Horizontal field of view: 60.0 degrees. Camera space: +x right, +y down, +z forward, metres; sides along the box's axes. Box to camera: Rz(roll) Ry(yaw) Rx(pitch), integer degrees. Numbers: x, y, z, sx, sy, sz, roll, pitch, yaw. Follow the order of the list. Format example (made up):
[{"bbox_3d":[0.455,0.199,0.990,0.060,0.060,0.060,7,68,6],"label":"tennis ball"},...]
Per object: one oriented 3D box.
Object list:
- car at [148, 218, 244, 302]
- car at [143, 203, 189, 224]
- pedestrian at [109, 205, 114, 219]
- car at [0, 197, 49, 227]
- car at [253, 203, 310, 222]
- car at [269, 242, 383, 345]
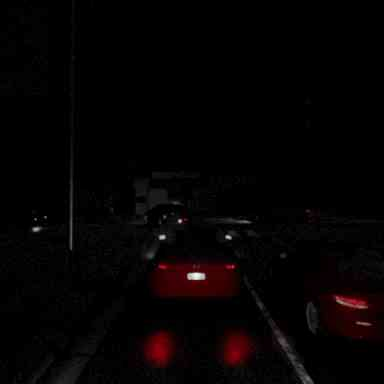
[{"bbox_3d":[0.087,1.576,8.329,1.994,1.385,4.181,0,0,0],"label":"car"},{"bbox_3d":[-1.809,1.531,22.537,1.837,1.490,4.892,2,-1,-26],"label":"car"},{"bbox_3d":[-6.840,1.704,28.315,0.500,1.100,0.500,0,-1,0],"label":"pedestrian"},{"bbox_3d":[-12.670,1.347,22.479,5.566,2.045,2.150,0,-1,0],"label":"car"},{"bbox_3d":[6.780,1.556,25.350,4.181,1.385,1.994,-1,-1,1],"label":"car"},{"bbox_3d":[2.648,1.591,6.247,1.802,1.307,4.206,1,0,0],"label":"car"}]
